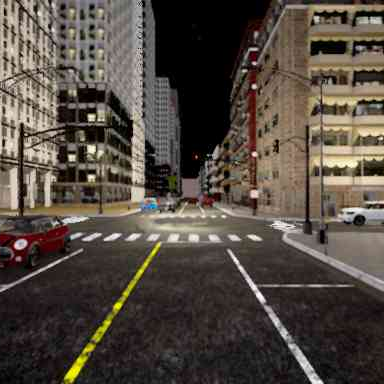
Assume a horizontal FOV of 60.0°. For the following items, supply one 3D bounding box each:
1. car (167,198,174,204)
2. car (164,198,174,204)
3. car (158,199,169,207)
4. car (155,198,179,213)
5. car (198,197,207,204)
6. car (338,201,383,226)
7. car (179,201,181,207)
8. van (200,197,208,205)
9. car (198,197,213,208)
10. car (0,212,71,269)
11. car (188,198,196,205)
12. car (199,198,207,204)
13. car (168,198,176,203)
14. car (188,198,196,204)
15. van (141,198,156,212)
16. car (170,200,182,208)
[{"bbox_3d":[-5.682,2.337,88.040,1.752,1.417,4.829,0,-1,0],"label":"car"},{"bbox_3d":[-5.683,2.200,82.660,1.967,1.590,4.097,0,-1,0],"label":"car"},{"bbox_3d":[-5.684,2.125,65.838,1.752,1.417,4.829,0,-1,0],"label":"car"},{"bbox_3d":[-3.093,1.875,42.734,2.128,1.511,4.902,0,-1,0],"label":"car"},{"bbox_3d":[2.698,2.129,88.212,2.192,1.841,5.009,0,-1,0],"label":"car"},{"bbox_3d":[15.289,1.791,27.990,5.566,2.045,2.150,1,0,-2],"label":"car"},{"bbox_3d":[-3.083,1.963,52.194,2.128,1.511,4.902,0,-1,0],"label":"car"},{"bbox_3d":[2.697,2.048,77.111,1.690,1.788,3.998,0,-1,0],"label":"van"},{"bbox_3d":[2.695,1.864,60.459,2.192,1.841,5.009,0,-1,0],"label":"car"},{"bbox_3d":[-5.690,1.541,11.333,1.967,1.590,4.097,0,-1,0],"label":"car"},{"bbox_3d":[0.011,2.136,72.882,1.882,1.535,5.008,0,-1,0],"label":"car"},{"bbox_3d":[2.698,2.311,82.659,2.008,1.369,4.403,0,-1,0],"label":"car"},{"bbox_3d":[-5.681,2.419,93.761,2.008,1.369,4.403,0,-1,0],"label":"car"},{"bbox_3d":[0.011,2.212,83.334,1.895,1.301,4.718,0,-1,0],"label":"car"},{"bbox_3d":[-5.687,1.735,43.806,1.690,1.788,3.998,0,-1,0],"label":"van"},{"bbox_3d":[-3.027,2.130,62.200,1.994,1.385,4.181,0,-1,1],"label":"car"}]
